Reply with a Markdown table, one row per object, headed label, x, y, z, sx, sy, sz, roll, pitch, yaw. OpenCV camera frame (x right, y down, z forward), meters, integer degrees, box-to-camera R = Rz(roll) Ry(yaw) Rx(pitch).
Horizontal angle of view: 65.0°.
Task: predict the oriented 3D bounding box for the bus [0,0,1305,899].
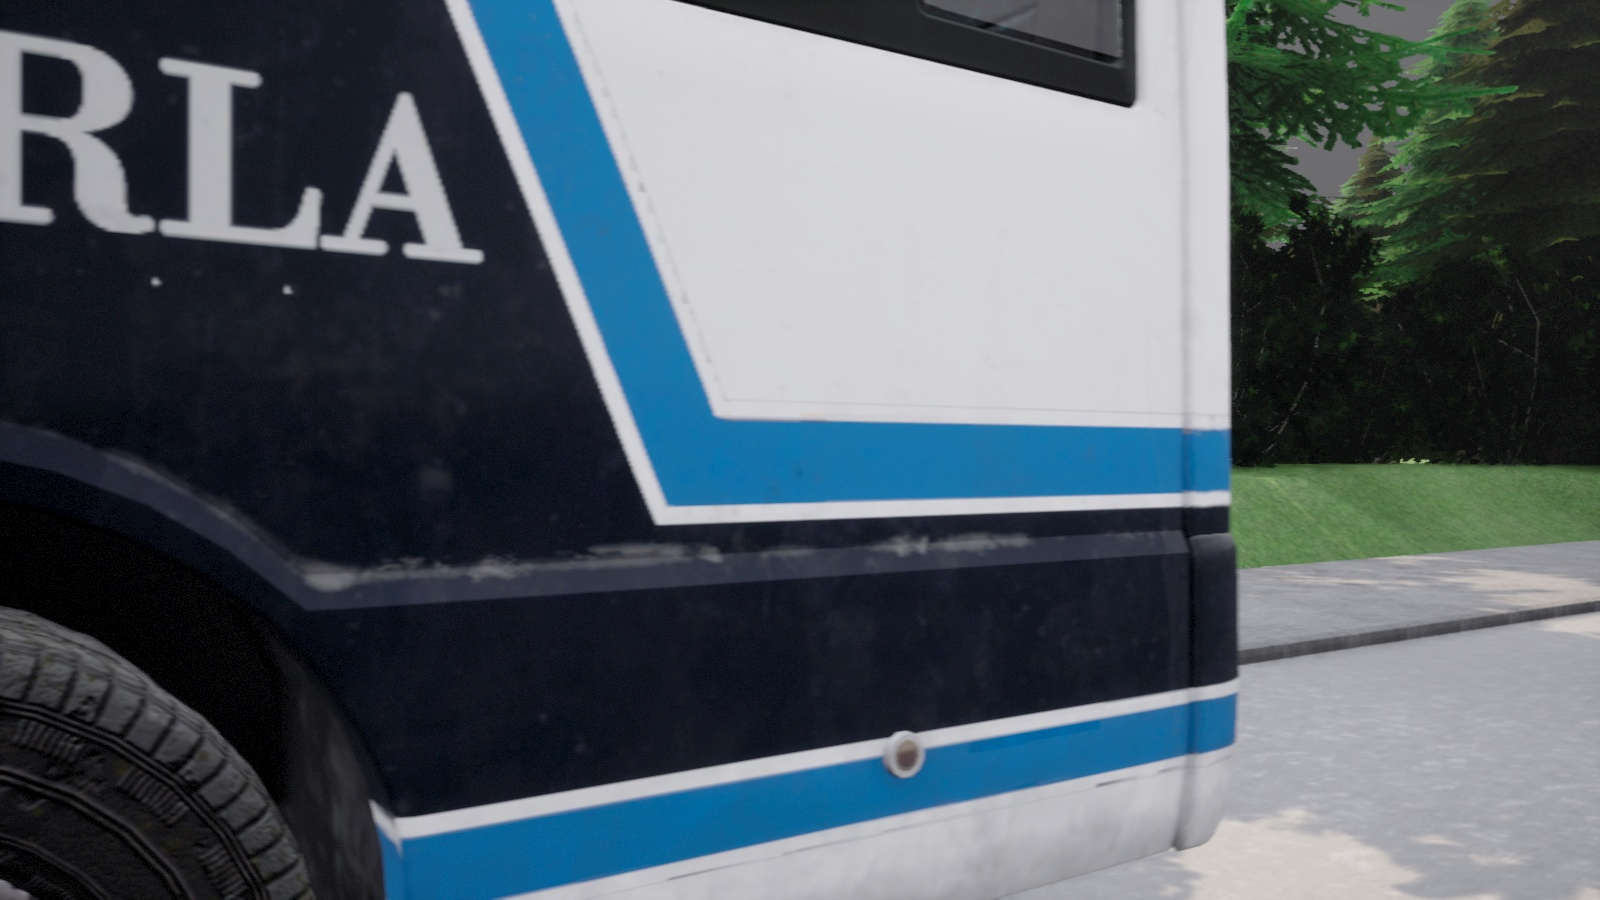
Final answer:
| label | x | y | z | sx | sy | sz | roll | pitch | yaw |
| --- | --- | --- | --- | --- | --- | --- | --- | --- | --- |
| bus | -4.305 | -0.625 | 1.277 | 10.273 | 4.253 | 3.944 | 0 | 0 | -35 |
